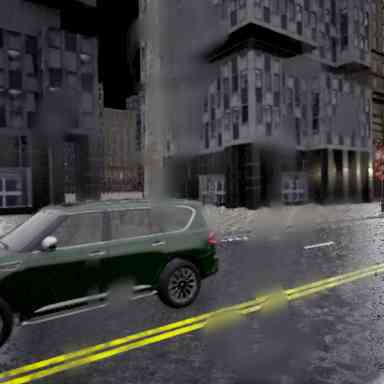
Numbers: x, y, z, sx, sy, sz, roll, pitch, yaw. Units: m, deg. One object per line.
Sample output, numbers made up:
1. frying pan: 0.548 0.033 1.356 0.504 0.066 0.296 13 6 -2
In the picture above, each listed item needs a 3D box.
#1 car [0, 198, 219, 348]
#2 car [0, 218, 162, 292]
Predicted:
1. car: -2.031 1.193 6.220 5.566 2.045 2.150 -2 1 -35
2. car: -3.371 1.567 9.252 4.718 1.301 1.895 -1 1 -35
